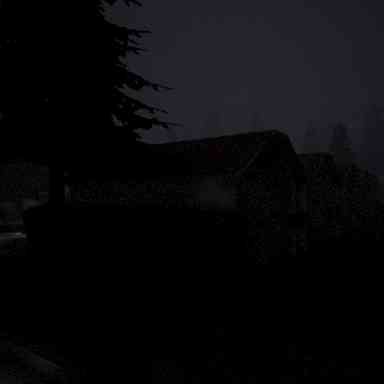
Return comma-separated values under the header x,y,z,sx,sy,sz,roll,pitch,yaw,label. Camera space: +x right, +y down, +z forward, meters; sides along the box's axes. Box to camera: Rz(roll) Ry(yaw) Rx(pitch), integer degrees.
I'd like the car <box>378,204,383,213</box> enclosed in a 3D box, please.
x,y,z,sx,sy,sz,roll,pitch,yaw,label
22.611,2.038,41.483,4.902,1.511,2.128,-1,-1,29,car

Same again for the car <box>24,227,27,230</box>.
x,y,z,sx,sy,sz,roll,pitch,yaw,label
-9.422,1.867,23.745,2.097,1.767,4.553,-1,-1,36,car
